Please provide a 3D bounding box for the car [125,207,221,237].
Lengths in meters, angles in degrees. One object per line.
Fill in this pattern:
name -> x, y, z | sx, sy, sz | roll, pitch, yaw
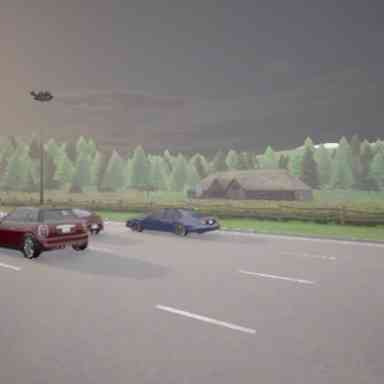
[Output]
car -> -1.124, 1.506, 17.695 | 5.357, 1.411, 2.033 | 0, 0, 36

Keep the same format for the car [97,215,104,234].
car -> -6.527, 1.469, 17.251 | 4.674, 1.442, 1.812 | 0, 0, 36

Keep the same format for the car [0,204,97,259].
car -> -6.024, 1.307, 12.592 | 4.553, 1.767, 2.097 | 0, 0, 36
